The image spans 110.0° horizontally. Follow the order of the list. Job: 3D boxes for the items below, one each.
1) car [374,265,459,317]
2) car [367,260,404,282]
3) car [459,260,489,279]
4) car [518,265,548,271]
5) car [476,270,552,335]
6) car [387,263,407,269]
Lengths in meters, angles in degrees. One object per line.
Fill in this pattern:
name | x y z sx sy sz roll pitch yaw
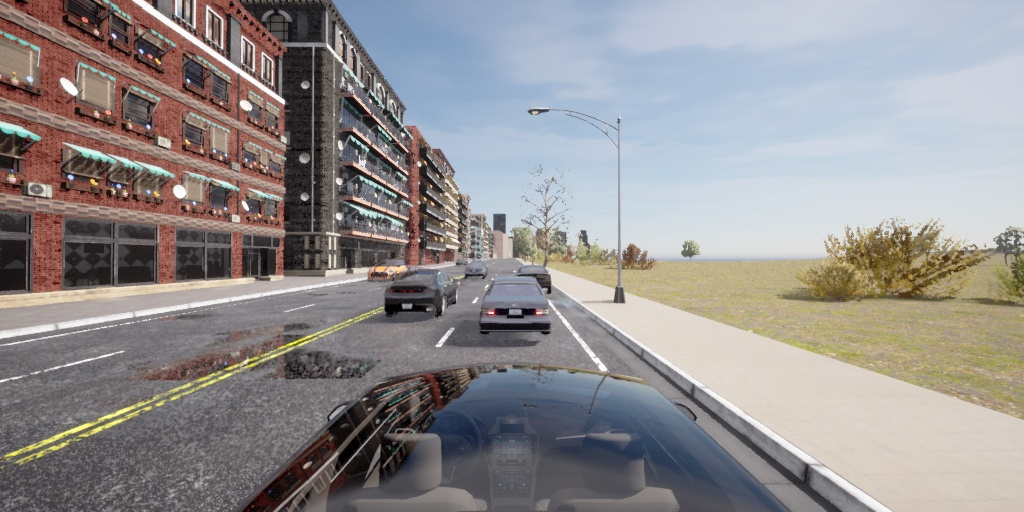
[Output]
car | -3.165 1.257 13.227 1.837 1.490 4.892 0 0 0
car | -9.882 1.104 28.824 2.097 1.767 4.553 0 0 0
car | -3.180 1.300 32.605 2.033 1.411 5.357 0 0 0
car | 1.115 1.230 20.306 1.882 1.535 5.008 0 0 0
car | 0.092 1.299 10.542 2.033 1.411 5.357 0 0 0
car | -6.627 1.353 24.480 1.895 1.301 4.718 0 0 0
